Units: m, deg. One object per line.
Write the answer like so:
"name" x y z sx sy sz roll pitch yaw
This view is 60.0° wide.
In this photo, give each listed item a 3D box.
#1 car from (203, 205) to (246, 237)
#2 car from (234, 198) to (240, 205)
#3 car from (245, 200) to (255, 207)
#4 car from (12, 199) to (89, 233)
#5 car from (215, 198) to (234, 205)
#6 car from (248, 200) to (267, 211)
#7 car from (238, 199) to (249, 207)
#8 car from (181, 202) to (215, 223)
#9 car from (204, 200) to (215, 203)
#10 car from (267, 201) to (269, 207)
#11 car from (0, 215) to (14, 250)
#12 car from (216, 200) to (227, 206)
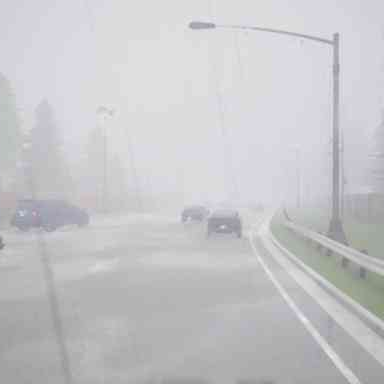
"car" 2.108 1.775 20.287 1.882 1.535 5.008 0 -1 10
"car" 10.739 2.431 81.245 2.150 2.045 5.566 0 -1 15
"car" 14.106 2.698 80.296 1.882 1.535 5.008 0 -1 15
"car" -8.981 1.444 21.585 2.150 2.045 5.566 0 -1 15
"car" 6.485 2.432 65.472 1.882 1.535 5.008 0 -1 15
"car" 10.621 2.390 53.715 1.994 1.385 4.181 0 -1 15
"car" 11.669 2.630 71.311 1.994 1.385 4.181 0 -1 15
"car" 0.438 1.916 29.565 1.837 1.490 4.892 0 -1 15
"car" 3.481 2.310 67.469 2.097 1.767 4.553 0 -1 15
"car" 17.460 2.830 79.291 1.895 1.301 4.718 0 -1 15
"car" -8.460 1.619 10.157 2.033 1.411 5.357 0 -1 15
"car" 7.411 2.746 82.352 1.994 1.385 4.181 0 -1 15
